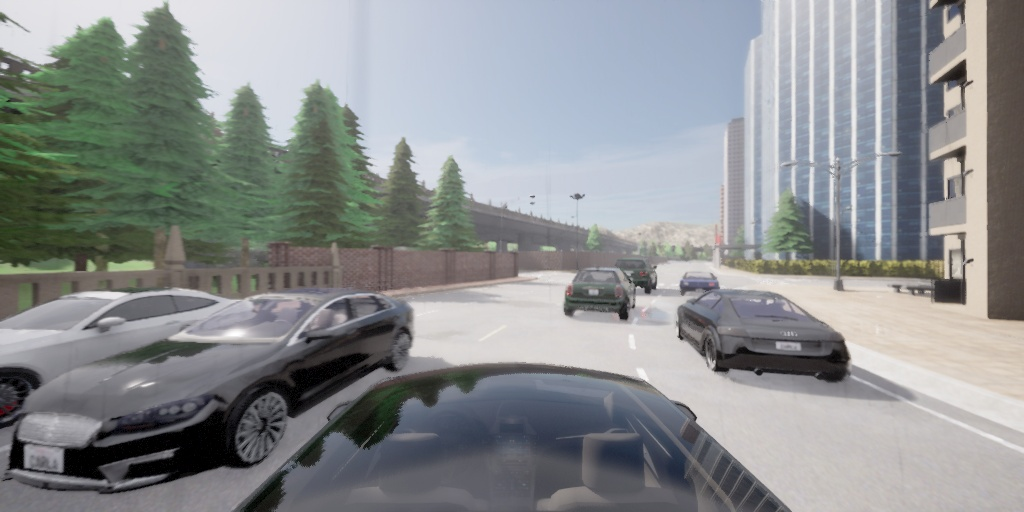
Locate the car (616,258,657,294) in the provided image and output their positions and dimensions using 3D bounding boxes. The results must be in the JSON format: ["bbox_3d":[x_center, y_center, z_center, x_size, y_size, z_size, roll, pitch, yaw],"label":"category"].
[{"bbox_3d":[7.624,1.149,22.237,2.150,2.045,5.566,0,0,27],"label":"car"}]

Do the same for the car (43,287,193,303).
[{"bbox_3d":[-6.422,1.261,5.721,1.812,1.442,4.674,0,0,9],"label":"car"}]

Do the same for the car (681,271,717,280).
[{"bbox_3d":[10.879,1.540,20.918,1.895,1.301,4.718,0,0,27],"label":"car"}]

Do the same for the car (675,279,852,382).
[{"bbox_3d":[4.777,1.381,7.504,1.994,1.385,4.181,0,0,14],"label":"car"}]

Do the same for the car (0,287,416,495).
[{"bbox_3d":[-3.041,1.244,5.053,2.128,1.511,4.902,0,0,9],"label":"car"}]

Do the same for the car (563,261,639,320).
[{"bbox_3d":[3.426,1.198,13.490,2.097,1.767,4.553,0,0,23],"label":"car"}]
